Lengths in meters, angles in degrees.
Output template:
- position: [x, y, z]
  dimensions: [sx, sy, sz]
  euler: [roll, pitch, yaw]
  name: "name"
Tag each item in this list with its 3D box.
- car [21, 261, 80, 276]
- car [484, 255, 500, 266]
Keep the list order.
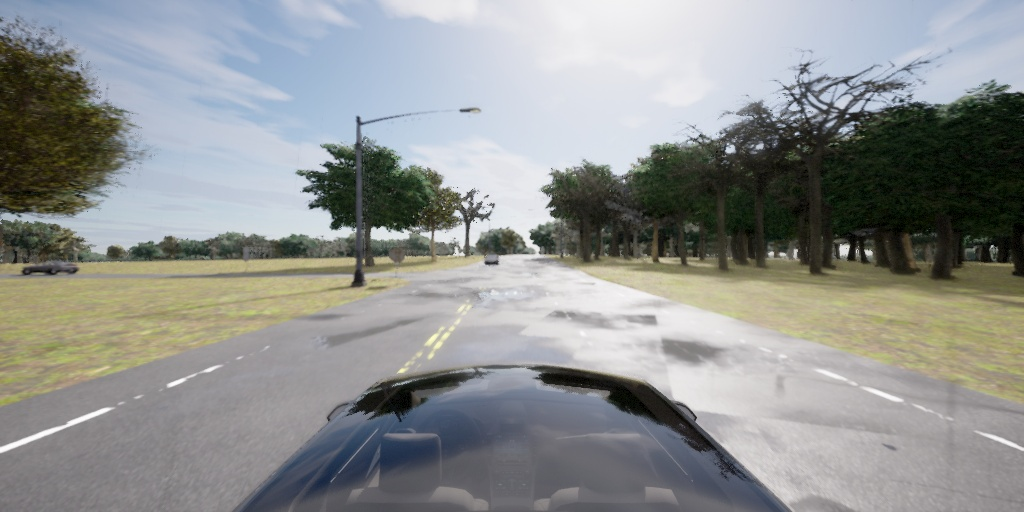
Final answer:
- position: [-49.365, 1.309, 38.391]
  dimensions: [4.902, 1.511, 2.128]
  euler: [0, -1, 2]
  name: "car"
- position: [-2.692, 0.549, 48.693]
  dimensions: [1.882, 1.535, 5.008]
  euler: [0, 2, 2]
  name: "car"
